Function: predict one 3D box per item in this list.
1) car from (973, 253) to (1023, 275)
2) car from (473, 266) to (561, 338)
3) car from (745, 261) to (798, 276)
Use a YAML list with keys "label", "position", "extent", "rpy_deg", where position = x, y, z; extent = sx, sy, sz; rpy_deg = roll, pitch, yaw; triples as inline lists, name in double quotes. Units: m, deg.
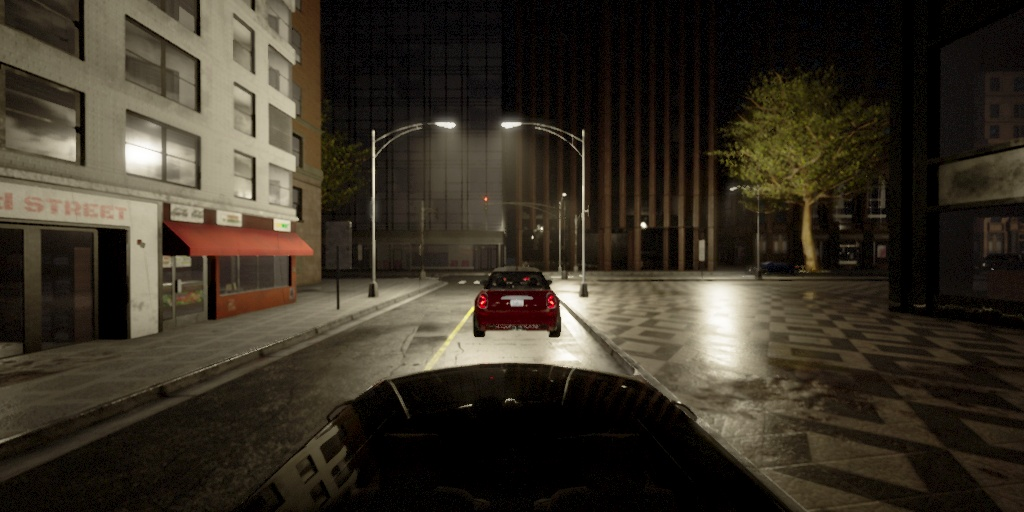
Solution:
- label: "car"
  position: [46.642, 0.766, 33.867]
  extent: [5.566, 2.045, 2.150]
  rpy_deg: [0, 0, 0]
- label: "car"
  position: [0.124, 1.086, 10.290]
  extent: [2.097, 1.767, 4.553]
  rpy_deg: [0, 0, 0]
- label: "car"
  position: [24.609, 1.159, 34.086]
  extent: [4.181, 1.385, 1.994]
  rpy_deg: [0, 0, 0]
